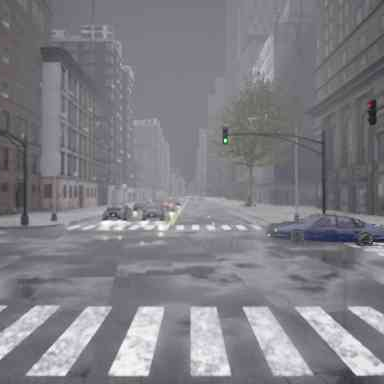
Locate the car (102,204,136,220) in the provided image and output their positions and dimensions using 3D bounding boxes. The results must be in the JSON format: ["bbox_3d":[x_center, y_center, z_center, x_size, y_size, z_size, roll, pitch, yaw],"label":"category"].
[{"bbox_3d":[-6.601,1.764,29.816,1.994,1.385,4.181,0,0,0],"label":"car"}]

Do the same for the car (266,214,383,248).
[{"bbox_3d":[6.269,1.722,15.449,5.357,1.411,2.033,2,-1,0],"label":"car"}]

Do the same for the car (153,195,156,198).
[{"bbox_3d":[-6.504,1.650,64.443,2.150,2.045,5.566,0,-1,0],"label":"car"}]

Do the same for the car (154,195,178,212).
[{"bbox_3d":[-3.348,1.647,43.209,2.097,1.767,4.553,0,-1,0],"label":"car"}]

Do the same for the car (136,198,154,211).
[{"bbox_3d":[-6.600,1.849,44.361,2.033,1.411,5.357,0,0,0],"label":"car"}]

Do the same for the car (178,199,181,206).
[{"bbox_3d":[-3.258,1.951,63.987,1.837,1.490,4.892,0,-1,0],"label":"car"}]

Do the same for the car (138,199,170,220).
[{"bbox_3d":[-3.348,1.707,30.172,1.837,1.490,4.892,0,0,0],"label":"car"}]
